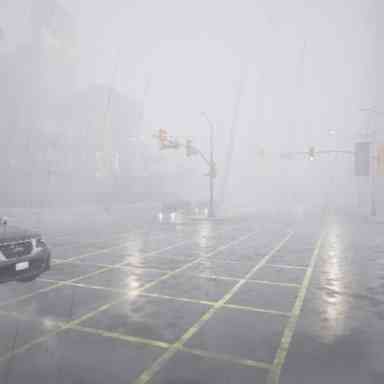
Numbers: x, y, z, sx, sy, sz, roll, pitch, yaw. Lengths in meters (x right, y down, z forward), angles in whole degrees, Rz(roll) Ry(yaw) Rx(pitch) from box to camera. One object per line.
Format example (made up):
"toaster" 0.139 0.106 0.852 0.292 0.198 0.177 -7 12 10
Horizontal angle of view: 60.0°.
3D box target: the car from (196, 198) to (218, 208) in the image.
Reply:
"car" 2.196 1.601 48.688 1.895 1.301 4.718 0 0 23

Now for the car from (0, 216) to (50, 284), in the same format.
"car" -6.152 1.209 8.151 5.566 2.045 2.150 0 0 23

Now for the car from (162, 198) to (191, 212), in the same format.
"car" -1.774 1.478 39.277 1.882 1.535 5.008 0 0 25
